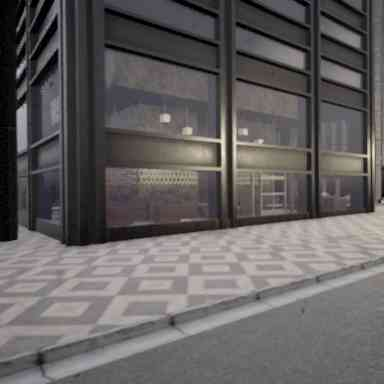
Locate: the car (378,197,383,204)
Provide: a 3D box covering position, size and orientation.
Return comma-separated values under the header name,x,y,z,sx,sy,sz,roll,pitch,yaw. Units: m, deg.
name,x,y,z,sx,sy,sz,roll,pitch,yaw
car,26.433,0.874,42.811,1.887,1.381,4.507,-1,0,-36
